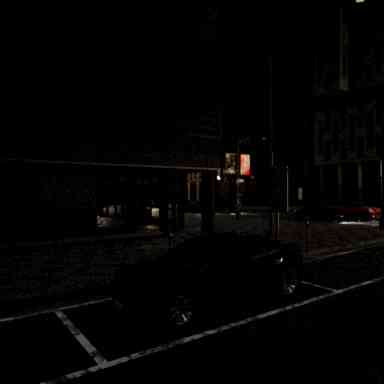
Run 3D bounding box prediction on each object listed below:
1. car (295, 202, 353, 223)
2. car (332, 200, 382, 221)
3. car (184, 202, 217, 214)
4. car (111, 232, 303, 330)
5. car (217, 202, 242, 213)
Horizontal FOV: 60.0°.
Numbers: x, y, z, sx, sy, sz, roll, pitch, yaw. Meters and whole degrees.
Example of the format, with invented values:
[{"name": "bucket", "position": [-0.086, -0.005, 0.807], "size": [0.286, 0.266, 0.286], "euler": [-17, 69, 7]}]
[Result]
[{"name": "car", "position": [10.784, 1.784, 28.078], "size": [1.994, 1.385, 4.181], "euler": [0, -1, -36]}, {"name": "car", "position": [14.111, 1.538, 29.040], "size": [2.097, 1.767, 4.553], "euler": [0, 0, -36]}, {"name": "car", "position": [0.657, 1.979, 42.141], "size": [1.812, 1.442, 4.674], "euler": [0, -1, -36]}, {"name": "car", "position": [0.521, 1.565, 6.929], "size": [4.313, 1.339, 1.947], "euler": [0, 0, -36]}, {"name": "car", "position": [4.370, 1.974, 42.546], "size": [1.994, 1.385, 4.181], "euler": [0, -1, -36]}]
